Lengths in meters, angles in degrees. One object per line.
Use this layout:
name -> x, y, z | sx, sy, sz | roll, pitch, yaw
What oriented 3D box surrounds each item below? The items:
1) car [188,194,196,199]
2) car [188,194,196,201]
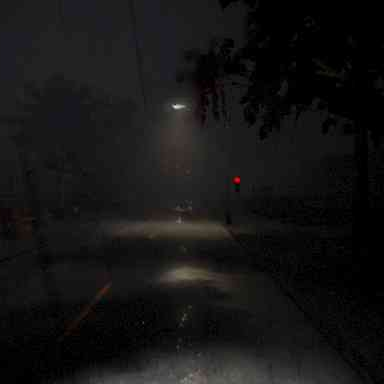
car -> -0.006, 1.221, 88.299 | 1.895, 1.301, 4.718 | 0, 0, 0
car -> -0.006, 1.334, 78.265 | 1.812, 1.442, 4.674 | 0, 0, 0
